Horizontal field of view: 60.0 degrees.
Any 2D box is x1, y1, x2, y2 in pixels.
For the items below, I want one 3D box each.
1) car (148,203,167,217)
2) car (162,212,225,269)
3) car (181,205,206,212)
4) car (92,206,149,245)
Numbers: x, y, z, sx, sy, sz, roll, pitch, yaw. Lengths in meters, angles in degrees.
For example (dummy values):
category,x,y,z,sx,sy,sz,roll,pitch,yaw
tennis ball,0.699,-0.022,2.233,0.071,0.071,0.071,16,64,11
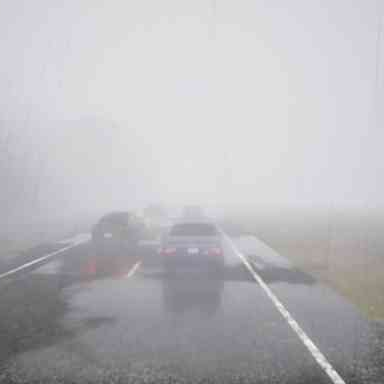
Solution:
category,x,y,z,sx,sy,sz,roll,pitch,yaw
car,-3.373,1.726,31.132,1.812,1.442,4.674,0,0,0
car,0.058,1.622,11.351,2.033,1.411,5.357,0,0,1
car,0.085,1.718,26.364,2.033,1.411,5.357,0,0,1
car,-3.401,1.630,15.912,1.812,1.442,4.674,0,0,0
